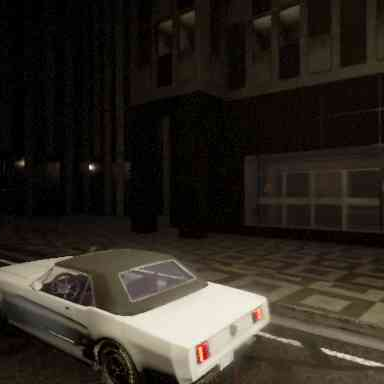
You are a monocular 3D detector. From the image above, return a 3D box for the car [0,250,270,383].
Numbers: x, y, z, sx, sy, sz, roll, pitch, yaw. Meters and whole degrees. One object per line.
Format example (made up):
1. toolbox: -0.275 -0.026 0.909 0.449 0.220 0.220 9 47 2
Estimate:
1. car: -1.385 1.575 5.057 4.718 1.301 1.895 0 0 36
